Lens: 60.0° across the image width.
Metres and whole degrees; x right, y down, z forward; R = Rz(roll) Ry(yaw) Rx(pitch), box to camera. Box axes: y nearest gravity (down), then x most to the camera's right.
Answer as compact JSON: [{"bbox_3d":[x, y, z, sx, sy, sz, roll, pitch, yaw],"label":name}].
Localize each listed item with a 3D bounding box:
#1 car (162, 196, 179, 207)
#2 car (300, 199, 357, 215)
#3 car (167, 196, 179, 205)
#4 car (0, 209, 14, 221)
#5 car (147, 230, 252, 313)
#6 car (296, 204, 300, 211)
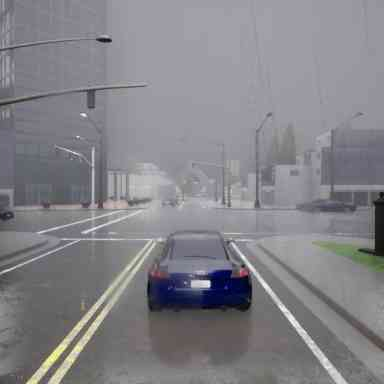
[{"bbox_3d":[-3.565,1.491,51.251,2.128,1.511,4.902,0,0,0],"label":"car"},{"bbox_3d":[13.885,1.590,33.622,4.718,1.301,1.895,0,0,0],"label":"car"},{"bbox_3d":[-3.515,1.505,61.651,1.837,1.490,4.892,0,0,1],"label":"car"},{"bbox_3d":[-16.385,1.672,26.190,4.181,1.385,1.994,-1,0,0],"label":"car"},{"bbox_3d":[0.091,1.564,7.774,1.994,1.385,4.181,0,0,-2],"label":"car"},{"bbox_3d":[14.005,1.511,37.115,4.674,1.442,1.812,0,0,0],"label":"car"}]
